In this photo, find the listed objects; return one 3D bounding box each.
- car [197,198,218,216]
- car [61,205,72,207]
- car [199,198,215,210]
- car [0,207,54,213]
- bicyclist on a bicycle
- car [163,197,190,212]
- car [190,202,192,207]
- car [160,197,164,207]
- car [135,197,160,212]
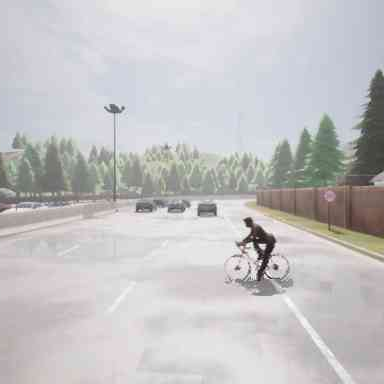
[{"bbox_3d":[1.516,1.490,33.180,2.128,1.511,4.902,0,0,3],"label":"car"},{"bbox_3d":[-12.744,1.563,31.366,1.994,1.385,4.181,0,0,3],"label":"car"},{"bbox_3d":[2.039,1.546,44.843,2.033,1.411,5.357,0,0,3],"label":"car"},{"bbox_3d":[-12.915,1.525,26.135,1.812,1.442,4.674,0,0,3],"label":"car"},{"bbox_3d":[1.615,1.453,8.397,1.656,1.620,0.582,-2,0,3],"label":"bicyclist on a bicycle"},{"bbox_3d":[-1.742,1.546,39.095,2.033,1.411,5.357,0,0,3],"label":"car"},{"bbox_3d":[-1.212,1.524,49.626,1.812,1.442,4.674,0,0,4],"label":"car"},{"bbox_3d":[-4.768,1.504,48.989,1.837,1.490,4.892,0,0,4],"label":"car"},{"bbox_3d":[-5.271,1.504,38.576,1.837,1.490,4.892,0,0,3],"label":"car"}]
